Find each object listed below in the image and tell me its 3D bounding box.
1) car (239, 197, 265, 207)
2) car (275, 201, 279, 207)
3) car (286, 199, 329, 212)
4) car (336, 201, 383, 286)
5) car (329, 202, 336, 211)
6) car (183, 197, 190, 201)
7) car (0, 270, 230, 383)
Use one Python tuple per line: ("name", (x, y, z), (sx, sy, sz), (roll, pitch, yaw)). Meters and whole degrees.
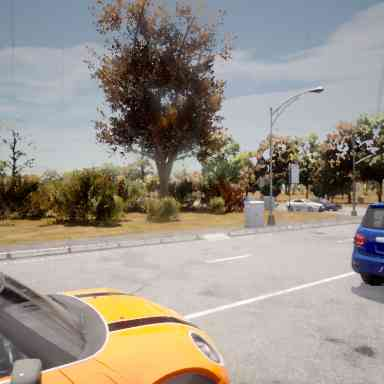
("car", (7.995, 1.469, 46.579), (1.882, 1.535, 5.008), (0, 0, -33))
("car", (10.587, 1.481, 49.023), (2.128, 1.511, 4.902), (0, 0, -33))
("car", (13.020, 1.525, 38.670), (1.812, 1.442, 4.674), (0, 0, -32))
("car", (6.186, 1.221, 8.170), (5.566, 2.045, 2.150), (0, 0, -35))
("car", (15.684, 1.547, 41.009), (2.033, 1.411, 5.357), (0, 0, -32))
("car", (-1.537, 1.470, 61.110), (2.033, 1.411, 5.357), (0, 0, -34))
("car", (-1.857, 1.352, 2.421), (4.553, 1.767, 2.097), (0, 0, -36))
